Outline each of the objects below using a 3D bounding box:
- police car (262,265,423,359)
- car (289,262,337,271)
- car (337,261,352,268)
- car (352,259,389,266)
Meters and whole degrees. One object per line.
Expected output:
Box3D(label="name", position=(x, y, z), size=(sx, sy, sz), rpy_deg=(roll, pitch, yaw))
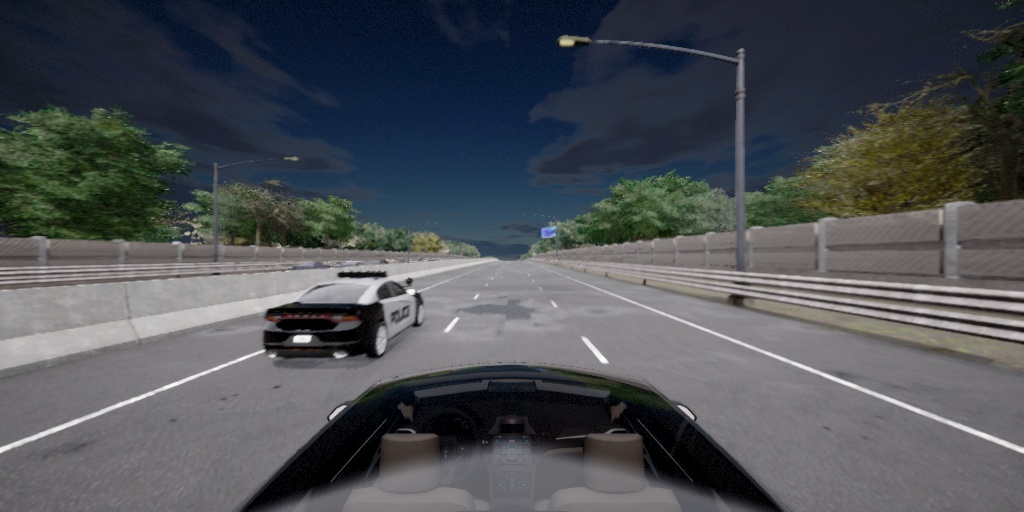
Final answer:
Box3D(label="police car", position=(-3.499, 1.182, 8.565), size=(1.930, 1.638, 5.238), rpy_deg=(0, 0, 0))
Box3D(label="car", position=(-21.069, 1.305, 37.698), size=(2.033, 1.411, 5.357), rpy_deg=(0, 0, 0))
Box3D(label="car", position=(-17.554, 1.307, 39.559), size=(2.033, 1.411, 5.357), rpy_deg=(0, 0, 1))
Box3D(label="car", position=(-14.072, 1.112, 36.777), size=(2.097, 1.767, 4.553), rpy_deg=(0, 0, 0))
